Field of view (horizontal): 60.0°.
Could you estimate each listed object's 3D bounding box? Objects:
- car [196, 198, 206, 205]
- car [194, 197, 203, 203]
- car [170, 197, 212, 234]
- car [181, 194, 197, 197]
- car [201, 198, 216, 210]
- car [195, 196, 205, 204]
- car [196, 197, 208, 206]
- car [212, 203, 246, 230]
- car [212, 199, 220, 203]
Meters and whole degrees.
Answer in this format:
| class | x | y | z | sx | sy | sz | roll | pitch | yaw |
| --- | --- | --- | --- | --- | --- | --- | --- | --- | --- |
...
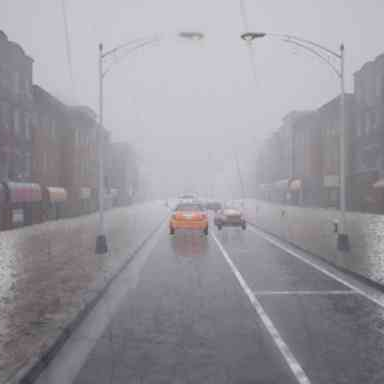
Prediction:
| class | x | y | z | sx | sy | sz | roll | pitch | yaw |
| --- | --- | --- | --- | --- | --- | --- | --- | --- | --- |
| car | 1.654 | 1.791 | 64.613 | 1.802 | 1.307 | 4.206 | 0 | 0 | -1 |
| car | 1.486 | 1.860 | 75.545 | 1.802 | 1.307 | 4.206 | -1 | 0 | -1 |
| car | -0.190 | 1.381 | 19.743 | 2.097 | 1.767 | 4.553 | 0 | 0 | -1 |
| car | -0.546 | 1.324 | 42.558 | 2.150 | 2.045 | 5.566 | 0 | -1 | -1 |
| car | 2.318 | 1.640 | 46.790 | 1.812 | 1.442 | 4.674 | 0 | 0 | -1 |
| car | 1.569 | 1.683 | 70.079 | 1.967 | 1.590 | 4.097 | 0 | 0 | -1 |
| car | 1.736 | 1.705 | 59.317 | 1.752 | 1.417 | 4.829 | 0 | 0 | -1 |
| car | 2.330 | 1.606 | 20.883 | 1.802 | 1.307 | 4.206 | 0 | 0 | -1 |
| car | 2.417 | 1.561 | 39.791 | 1.882 | 1.535 | 5.008 | 0 | 0 | -1 |
